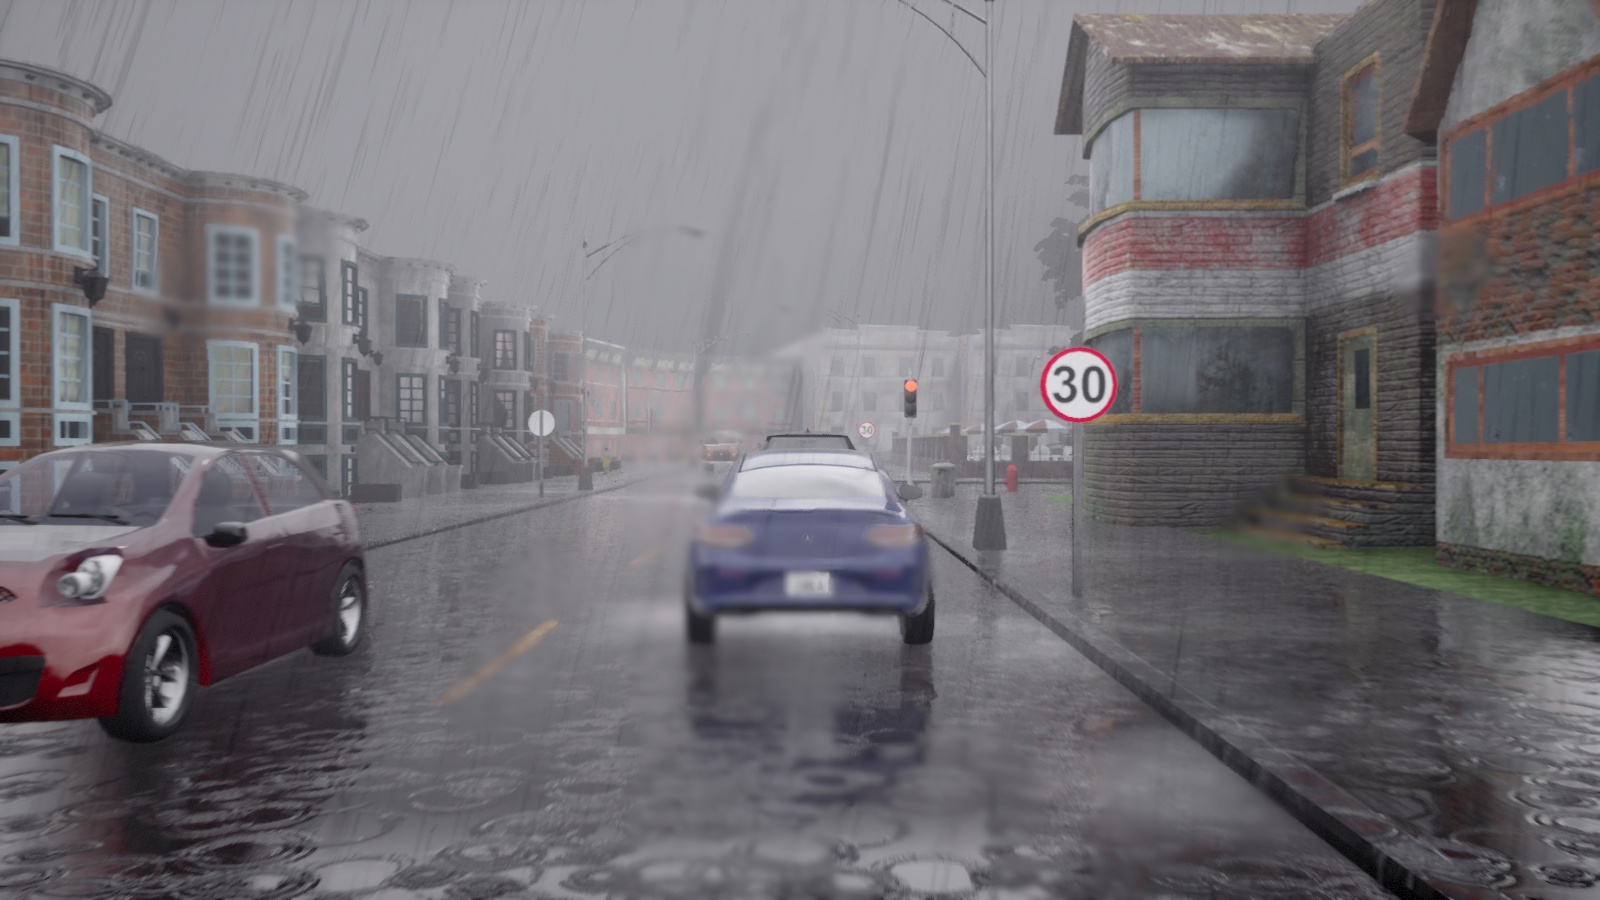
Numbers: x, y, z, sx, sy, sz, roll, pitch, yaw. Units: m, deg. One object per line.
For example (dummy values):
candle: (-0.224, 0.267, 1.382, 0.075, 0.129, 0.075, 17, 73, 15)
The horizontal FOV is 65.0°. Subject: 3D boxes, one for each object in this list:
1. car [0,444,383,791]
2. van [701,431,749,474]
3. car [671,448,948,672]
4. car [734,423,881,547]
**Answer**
car: (-3.943, 0.716, 7.262, 1.845, 1.501, 3.633, 0, 0, 0)
van: (-3.649, 0.118, 61.936, 2.069, 2.038, 4.480, 0, 0, 0)
car: (0.076, 0.713, 10.542, 1.812, 1.442, 4.674, 0, 0, 0)
car: (0.127, 0.491, 20.218, 2.097, 1.767, 4.553, 0, 0, 0)
